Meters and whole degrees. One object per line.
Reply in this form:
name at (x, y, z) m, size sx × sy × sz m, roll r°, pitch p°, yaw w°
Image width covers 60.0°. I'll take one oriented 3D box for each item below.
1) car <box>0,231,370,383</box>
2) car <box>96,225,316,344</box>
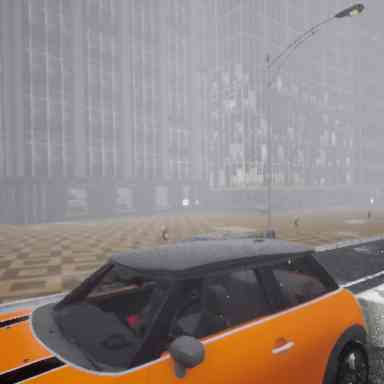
car at (-0.269, 1.368, 3.242) m, size 4.553 × 1.767 × 2.097 m, roll 0°, pitch 0°, yaw -37°
car at (0.473, 1.580, 7.068) m, size 4.403 × 1.369 × 2.008 m, roll 0°, pitch -1°, yaw -38°
